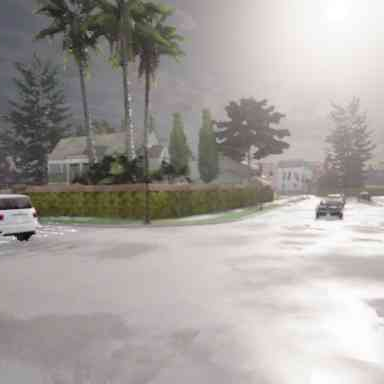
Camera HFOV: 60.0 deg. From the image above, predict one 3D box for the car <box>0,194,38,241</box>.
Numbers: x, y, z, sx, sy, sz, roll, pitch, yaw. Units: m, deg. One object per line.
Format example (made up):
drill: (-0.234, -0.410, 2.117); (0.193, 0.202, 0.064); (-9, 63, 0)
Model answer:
car: (-9.139, 1.130, 14.440); (5.566, 2.045, 2.150); (0, 0, 29)

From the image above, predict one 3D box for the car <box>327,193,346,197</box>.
car: (14.929, 1.048, 34.934); (2.128, 1.511, 4.902); (-1, 0, 25)

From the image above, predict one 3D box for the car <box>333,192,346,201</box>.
car: (26.674, 0.824, 60.030); (2.033, 1.411, 5.357); (-1, 0, 25)

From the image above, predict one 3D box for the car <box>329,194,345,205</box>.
car: (20.026, 1.013, 45.791); (1.895, 1.301, 4.718); (-1, 0, 26)

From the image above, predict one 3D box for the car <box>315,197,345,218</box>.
car: (10.700, 1.278, 25.868); (1.895, 1.301, 4.718); (-1, 0, 25)

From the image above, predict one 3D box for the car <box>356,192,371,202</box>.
car: (27.538, 0.759, 53.339); (1.837, 1.490, 4.892); (-1, 0, 25)
